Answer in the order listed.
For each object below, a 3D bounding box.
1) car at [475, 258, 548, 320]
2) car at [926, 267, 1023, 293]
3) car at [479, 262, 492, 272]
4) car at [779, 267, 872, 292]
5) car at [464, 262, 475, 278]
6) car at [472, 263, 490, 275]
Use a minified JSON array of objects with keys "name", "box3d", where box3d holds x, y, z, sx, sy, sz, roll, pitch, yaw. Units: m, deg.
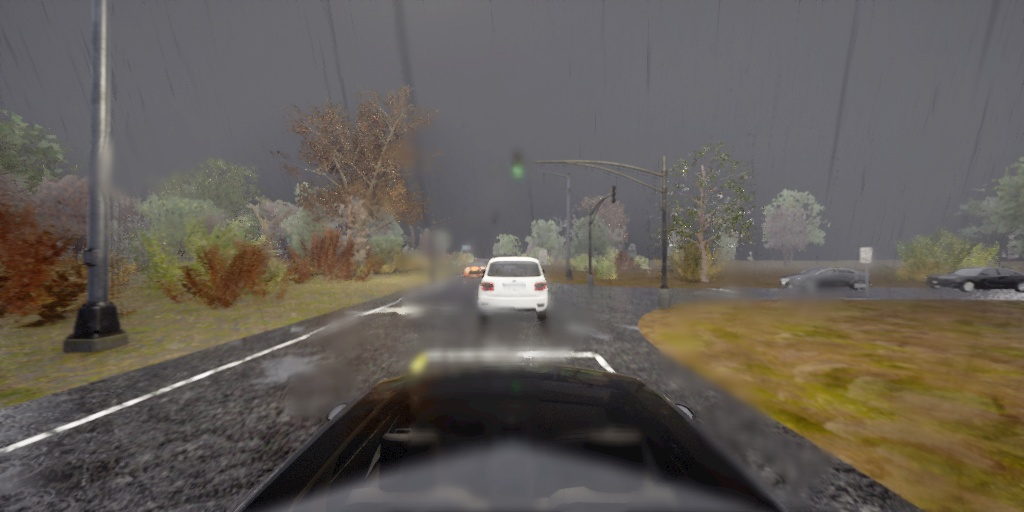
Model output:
[{"name":"car","box3d":[0.054,1.075,13.178,2.150,2.045,5.566,0,0,0]},{"name":"car","box3d":[28.928,1.423,22.267,5.008,1.535,1.882,0,0,3]},{"name":"car","box3d":[-4.269,1.753,58.057,1.837,1.490,4.892,0,-1,-1]},{"name":"car","box3d":[19.567,1.434,22.533,4.902,1.511,2.128,0,0,1]},{"name":"car","box3d":[-3.899,1.428,38.649,2.097,1.767,4.553,0,-1,-2]},{"name":"car","box3d":[-4.071,1.651,48.100,2.128,1.511,4.902,0,-1,-1]}]
